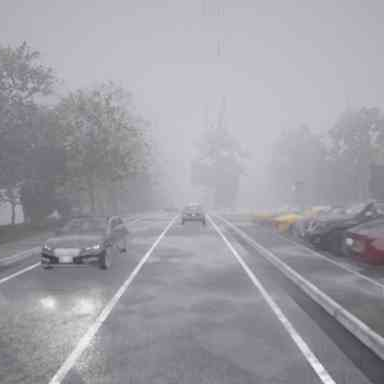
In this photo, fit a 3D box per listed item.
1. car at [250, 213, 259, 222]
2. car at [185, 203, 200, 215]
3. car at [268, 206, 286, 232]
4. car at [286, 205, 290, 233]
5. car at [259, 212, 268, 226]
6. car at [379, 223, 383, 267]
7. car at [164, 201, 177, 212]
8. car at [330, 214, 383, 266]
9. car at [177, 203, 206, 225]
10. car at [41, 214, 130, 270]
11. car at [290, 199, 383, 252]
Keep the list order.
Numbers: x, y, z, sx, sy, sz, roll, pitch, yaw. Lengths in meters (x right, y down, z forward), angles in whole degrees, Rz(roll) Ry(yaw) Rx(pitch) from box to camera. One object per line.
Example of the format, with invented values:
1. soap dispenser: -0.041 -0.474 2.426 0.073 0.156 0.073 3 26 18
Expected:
1. car: 6.905 1.624 23.953 5.366 1.575 1.946 0 -1 0
2. car: 0.110 2.122 42.985 1.812 1.442 4.674 0 -2 0
3. car: 7.093 1.566 18.413 5.008 1.535 2.097 0 0 0
4. car: 7.116 1.422 15.636 4.553 1.767 2.185 0 0 0
5. car: 7.094 1.593 21.185 4.892 1.521 2.231 0 -1 0
6. car: 7.080 1.552 7.312 4.674 1.452 2.002 0 0 0
7. car: -3.309 2.292 53.004 2.097 1.767 4.553 0 -2 0
8. car: 7.109 1.553 10.088 4.792 1.488 2.163 0 0 0
9. car: 0.106 1.752 26.210 2.033 1.411 5.357 0 -1 0
10. car: -3.347 1.537 11.290 2.128 1.511 4.902 0 0 0
11. car: 7.054 1.283 12.865 5.566 2.045 2.435 0 0 0
